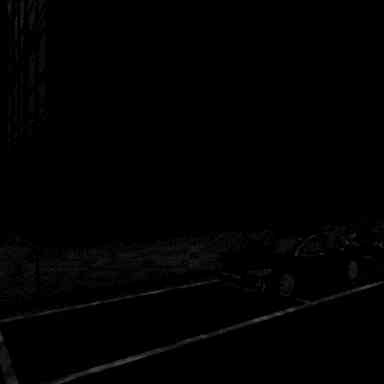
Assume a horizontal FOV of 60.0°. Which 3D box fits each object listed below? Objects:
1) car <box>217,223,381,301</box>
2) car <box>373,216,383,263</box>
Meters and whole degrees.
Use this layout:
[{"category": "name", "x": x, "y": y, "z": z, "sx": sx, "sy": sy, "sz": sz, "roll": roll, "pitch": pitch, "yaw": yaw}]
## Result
[{"category": "car", "x": 2.599, "y": 1.615, "z": 8.390, "sx": 4.403, "sy": 1.369, "sz": 2.008, "roll": 1, "pitch": -1, "yaw": -35}, {"category": "car", "x": 7.199, "y": 1.557, "z": 11.671, "sx": 4.097, "sy": 1.590, "sz": 1.967, "roll": 1, "pitch": -1, "yaw": -35}]
